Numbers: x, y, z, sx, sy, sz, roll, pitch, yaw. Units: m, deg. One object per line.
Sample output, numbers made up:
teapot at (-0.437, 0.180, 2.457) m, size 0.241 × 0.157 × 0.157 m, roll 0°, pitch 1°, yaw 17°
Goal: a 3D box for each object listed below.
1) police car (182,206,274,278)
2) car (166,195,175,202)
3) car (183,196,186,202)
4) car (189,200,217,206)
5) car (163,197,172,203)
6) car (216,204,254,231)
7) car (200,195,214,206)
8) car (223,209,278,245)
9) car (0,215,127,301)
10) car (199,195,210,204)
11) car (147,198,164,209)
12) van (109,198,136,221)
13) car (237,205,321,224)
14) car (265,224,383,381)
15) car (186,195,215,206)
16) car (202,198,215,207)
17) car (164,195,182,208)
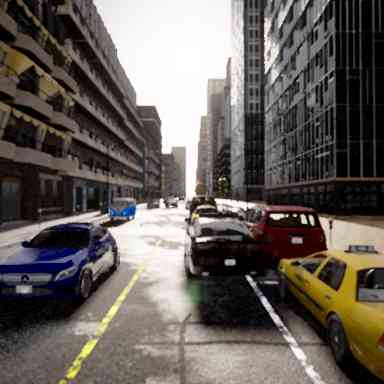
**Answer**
police car at (0.739, 1.449, 10.368) m, size 1.930 × 1.638 × 5.238 m, roll 0°, pitch 0°, yaw -4°
car at (-5.657, 1.674, 88.274) m, size 2.192 × 1.841 × 5.009 m, roll 1°, pitch 0°, yaw 0°
car at (0.020, 1.675, 48.153) m, size 1.812 × 1.442 × 4.674 m, roll 0°, pitch 0°, yaw 1°
car at (0.857, 1.506, 20.496) m, size 1.801 × 1.575 × 5.366 m, roll 0°, pitch 0°, yaw 0°
car at (-5.662, 1.837, 77.226) m, size 1.887 × 1.381 × 4.507 m, roll 1°, pitch 0°, yaw 0°
car at (2.706, 1.599, 21.996) m, size 1.887 × 1.381 × 4.507 m, roll 1°, pitch 0°, yaw 0°
car at (2.718, 1.523, 60.656) m, size 2.192 × 1.841 × 5.009 m, roll 1°, pitch 0°, yaw 0°
car at (2.705, 1.605, 16.472) m, size 1.947 × 1.339 × 4.313 m, roll 1°, pitch 0°, yaw 0°
car at (-3.100, 1.545, 8.471) m, size 1.812 × 1.442 × 4.674 m, roll 0°, pitch 0°, yaw 0°
car at (2.720, 1.578, 71.703) m, size 2.192 × 1.841 × 5.009 m, roll 1°, pitch 0°, yaw 0°
car at (-5.668, 1.737, 49.612) m, size 1.802 × 1.307 × 4.206 m, roll 1°, pitch 0°, yaw 0°
van at (-5.669, 1.412, 27.522) m, size 1.690 × 1.788 × 3.998 m, roll 1°, pitch 0°, yaw 0°
car at (2.707, 1.340, 10.950) m, size 2.192 × 1.841 × 5.009 m, roll 1°, pitch 0°, yaw 0°
car at (2.703, 1.538, 5.598) m, size 1.752 × 1.417 × 4.829 m, roll 1°, pitch 0°, yaw 0°
car at (0.834, 1.290, 26.358) m, size 2.150 × 2.045 × 5.566 m, roll 0°, pitch 0°, yaw -1°
car at (2.713, 1.747, 55.132) m, size 1.947 × 1.339 × 4.313 m, roll 1°, pitch 0°, yaw 0°
car at (-3.080, 1.649, 50.071) m, size 2.128 × 1.511 × 4.902 m, roll 0°, pitch 0°, yaw 0°
